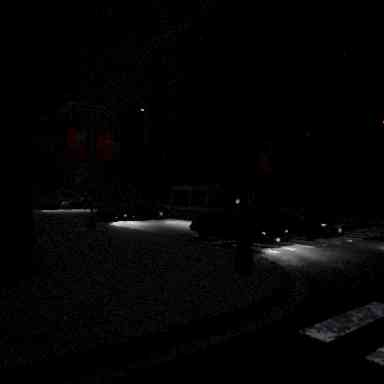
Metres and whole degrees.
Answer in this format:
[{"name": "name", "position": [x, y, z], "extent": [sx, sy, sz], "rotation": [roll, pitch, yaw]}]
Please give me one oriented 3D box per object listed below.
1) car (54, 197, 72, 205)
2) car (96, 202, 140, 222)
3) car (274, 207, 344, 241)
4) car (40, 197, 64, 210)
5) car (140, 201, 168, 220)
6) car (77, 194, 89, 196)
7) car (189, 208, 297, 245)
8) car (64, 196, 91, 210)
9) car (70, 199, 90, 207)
[{"name": "car", "position": [-25.210, 1.746, 65.129], "extent": [2.128, 1.511, 4.902], "rotation": [0, 0, -36]}, {"name": "car", "position": [-6.321, 1.652, 27.383], "extent": [1.994, 1.385, 4.181], "rotation": [0, 0, -36]}, {"name": "car", "position": [5.285, 1.529, 17.288], "extent": [2.128, 1.511, 4.902], "rotation": [0, 0, -40]}, {"name": "car", "position": [-19.563, 1.652, 45.923], "extent": [1.882, 1.535, 5.008], "rotation": [0, -1, -35]}, {"name": "car", "position": [-3.991, 1.589, 29.712], "extent": [2.128, 1.511, 4.902], "rotation": [0, 0, -36]}, {"name": "car", "position": [-21.928, 1.476, 66.133], "extent": [2.150, 2.045, 5.566], "rotation": [0, 0, -36]}, {"name": "car", "position": [1.990, 1.580, 15.824], "extent": [2.033, 1.411, 5.357], "rotation": [0, 0, -36]}, {"name": "car", "position": [-16.009, 1.701, 46.524], "extent": [1.812, 1.442, 4.674], "rotation": [0, 0, -35]}, {"name": "car", "position": [-19.134, 1.819, 56.681], "extent": [1.895, 1.301, 4.718], "rotation": [0, 0, -36]}]
